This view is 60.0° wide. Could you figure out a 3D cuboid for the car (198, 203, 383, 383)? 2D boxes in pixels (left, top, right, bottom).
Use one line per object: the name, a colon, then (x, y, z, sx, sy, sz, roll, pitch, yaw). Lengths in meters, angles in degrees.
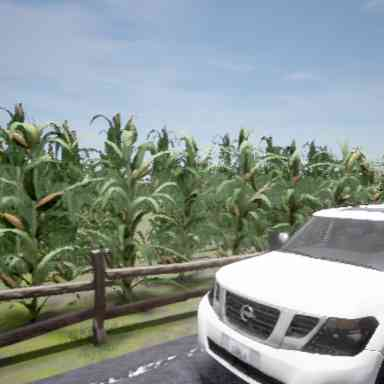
car: (2.759, 1.223, 4.858, 5.566, 2.045, 2.150, 0, 0, -34)
